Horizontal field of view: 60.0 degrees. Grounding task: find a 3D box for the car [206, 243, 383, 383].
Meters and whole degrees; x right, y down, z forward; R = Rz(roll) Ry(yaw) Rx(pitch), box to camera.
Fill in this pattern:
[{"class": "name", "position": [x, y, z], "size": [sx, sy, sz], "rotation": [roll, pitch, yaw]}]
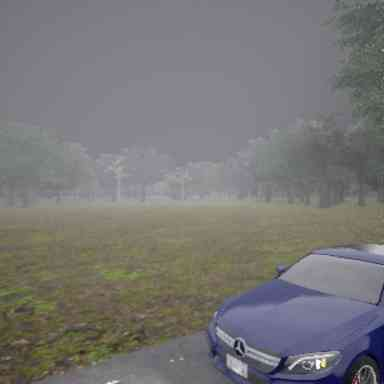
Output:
[{"class": "car", "position": [2.362, 1.535, 4.768], "size": [4.674, 1.442, 1.812], "rotation": [0, 0, -35]}]
